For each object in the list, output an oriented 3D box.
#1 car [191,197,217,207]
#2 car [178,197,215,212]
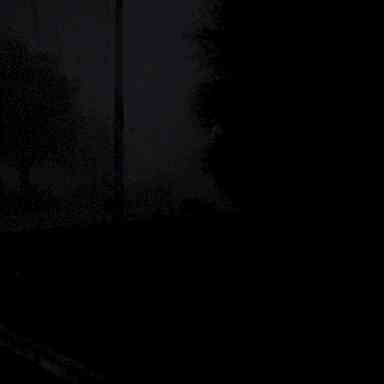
[{"bbox_3d":[1.866,1.494,51.634,1.994,1.385,4.181,0,0,36],"label":"car"},{"bbox_3d":[0.483,1.474,38.030,2.128,1.511,4.902,0,0,38],"label":"car"}]
